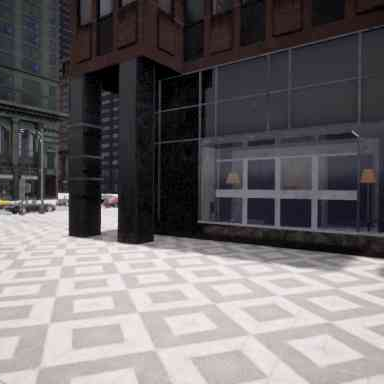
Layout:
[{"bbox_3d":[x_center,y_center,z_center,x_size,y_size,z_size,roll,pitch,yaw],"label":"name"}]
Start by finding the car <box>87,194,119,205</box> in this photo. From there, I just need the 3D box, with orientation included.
[{"bbox_3d":[-12.959,1.082,48.726,1.947,1.339,4.313,2,2,36],"label":"car"}]

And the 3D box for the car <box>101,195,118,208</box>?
[{"bbox_3d":[-8.748,1.243,39.963,1.802,1.307,4.206,2,2,36],"label":"car"}]

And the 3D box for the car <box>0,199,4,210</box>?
[{"bbox_3d":[-18.137,1.418,26.842,1.947,1.339,4.313,2,2,36],"label":"car"}]

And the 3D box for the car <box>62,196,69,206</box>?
[{"bbox_3d":[-15.986,1.131,44.496,2.008,1.369,4.403,2,2,36],"label":"car"}]

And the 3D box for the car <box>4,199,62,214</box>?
[{"bbox_3d":[-15.007,1.341,31.216,2.008,1.369,4.403,2,2,36],"label":"car"}]

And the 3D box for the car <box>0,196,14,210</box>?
[{"bbox_3d":[-22.140,1.232,35.895,1.752,1.417,4.829,2,2,36],"label":"car"}]
